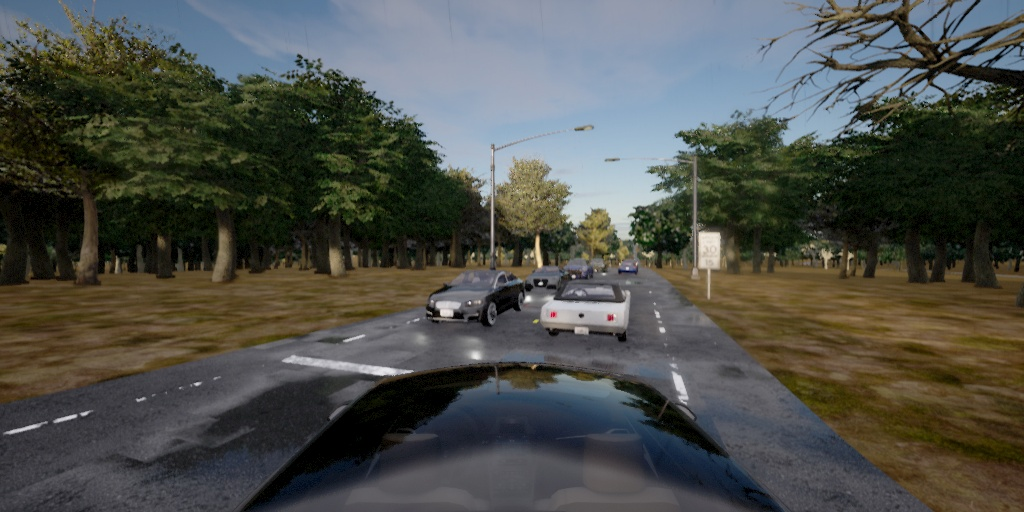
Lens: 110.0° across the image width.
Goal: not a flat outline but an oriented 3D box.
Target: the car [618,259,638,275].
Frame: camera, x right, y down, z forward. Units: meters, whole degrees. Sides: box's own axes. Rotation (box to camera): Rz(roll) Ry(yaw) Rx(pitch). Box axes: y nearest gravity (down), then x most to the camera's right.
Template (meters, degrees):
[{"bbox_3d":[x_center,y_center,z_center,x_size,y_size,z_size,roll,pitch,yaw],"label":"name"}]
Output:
[{"bbox_3d":[12.711,1.303,39.282,1.994,1.385,4.181,0,-1,20],"label":"car"}]

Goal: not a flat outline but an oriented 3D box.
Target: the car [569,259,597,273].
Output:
[{"bbox_3d":[5.527,1.018,29.902,2.097,1.767,4.553,0,0,20],"label":"car"}]

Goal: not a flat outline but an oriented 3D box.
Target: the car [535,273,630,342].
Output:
[{"bbox_3d":[2.249,1.320,9.842,1.895,1.301,4.718,0,0,19],"label":"car"}]

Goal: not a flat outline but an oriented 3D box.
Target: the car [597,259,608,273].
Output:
[{"bbox_3d":[10.258,1.116,43.065,2.097,1.767,4.553,0,-1,20],"label":"car"}]

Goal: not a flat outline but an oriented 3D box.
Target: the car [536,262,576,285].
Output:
[{"bbox_3d":[2.137,1.241,20.325,1.994,1.385,4.181,0,0,20],"label":"car"}]

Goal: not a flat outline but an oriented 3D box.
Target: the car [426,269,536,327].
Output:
[{"bbox_3d":[-0.951,1.205,11.622,2.128,1.511,4.902,0,0,18],"label":"car"}]
